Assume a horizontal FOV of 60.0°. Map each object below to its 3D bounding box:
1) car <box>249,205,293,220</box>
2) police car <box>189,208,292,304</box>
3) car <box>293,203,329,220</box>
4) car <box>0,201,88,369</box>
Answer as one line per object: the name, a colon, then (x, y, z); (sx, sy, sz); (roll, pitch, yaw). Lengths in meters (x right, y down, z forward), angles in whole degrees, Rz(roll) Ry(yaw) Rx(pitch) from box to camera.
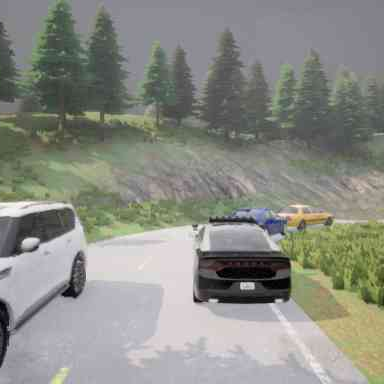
car: (3.232, 1.483, 16.403); (1.882, 1.535, 5.008); (0, 0, 32)
police car: (0.961, 1.428, 8.351); (1.930, 1.638, 5.238); (0, 0, 0)
car: (6.757, 1.461, 20.362); (5.366, 1.575, 1.801); (0, 0, -39)
car: (-3.434, 1.223, 5.557); (2.150, 2.045, 5.566); (0, 0, -1)
